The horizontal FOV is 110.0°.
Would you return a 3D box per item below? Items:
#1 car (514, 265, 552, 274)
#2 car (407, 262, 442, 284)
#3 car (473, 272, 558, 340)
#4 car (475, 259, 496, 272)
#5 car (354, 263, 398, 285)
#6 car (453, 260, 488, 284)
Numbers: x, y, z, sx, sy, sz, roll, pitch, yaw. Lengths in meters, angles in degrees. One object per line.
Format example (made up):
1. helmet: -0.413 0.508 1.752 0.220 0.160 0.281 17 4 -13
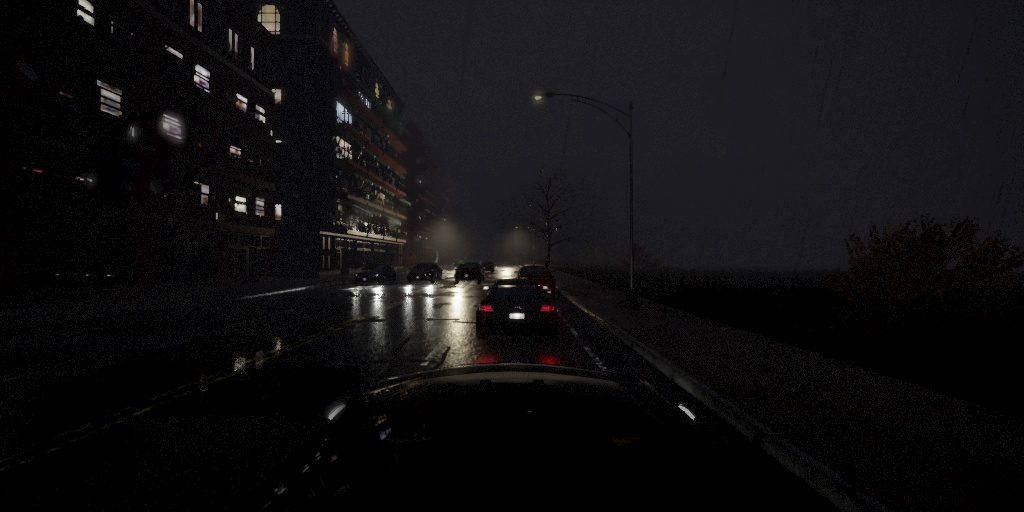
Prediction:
1. car: 1.149 1.230 18.960 1.882 1.535 5.008 0 0 0
2. car: -6.582 1.257 27.426 1.837 1.490 4.892 0 0 0
3. car: 0.107 1.315 10.040 1.994 1.385 4.181 0 0 0
4. car: -3.123 1.241 43.959 2.128 1.511 4.902 0 0 0
5. car: -9.832 1.278 26.258 1.812 1.442 4.674 0 0 0
6. car: -3.131 1.231 27.250 1.882 1.535 5.008 0 -1 0
